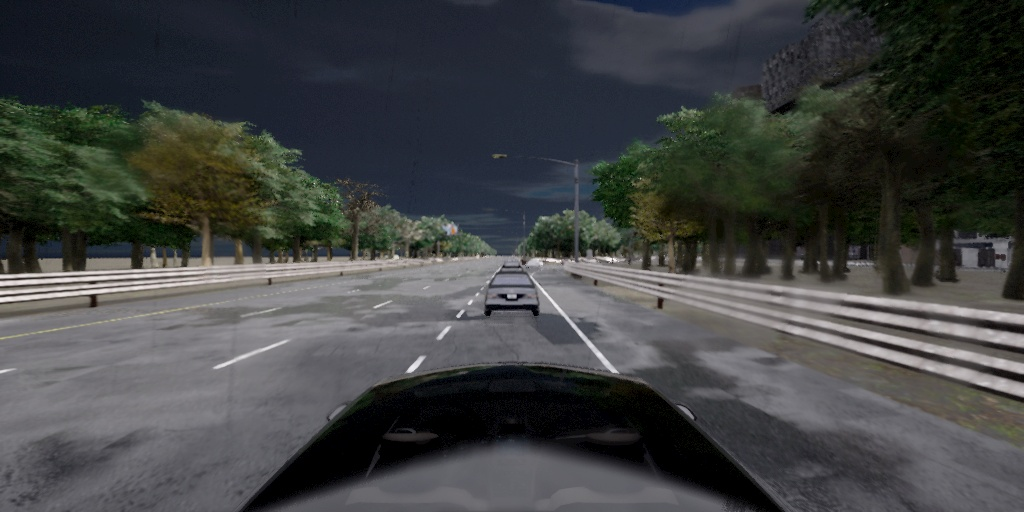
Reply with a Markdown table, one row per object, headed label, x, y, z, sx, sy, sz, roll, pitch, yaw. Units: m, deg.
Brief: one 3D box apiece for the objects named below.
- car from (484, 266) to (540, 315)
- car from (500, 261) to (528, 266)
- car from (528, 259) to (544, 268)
| label | x | y | z | sx | sy | sz | roll | pitch | yaw |
| --- | --- | --- | --- | --- | --- | --- | --- | --- | --- |
| car | -0.007 | 1.269 | 13.406 | 2.033 | 1.411 | 5.357 | 0 | 0 | 0 |
| car | 0.026 | 1.175 | 29.341 | 2.128 | 1.511 | 4.902 | 0 | 0 | 1 |
| car | 3.487 | 1.151 | 53.035 | 1.812 | 1.442 | 4.674 | 0 | 0 | 16 |
